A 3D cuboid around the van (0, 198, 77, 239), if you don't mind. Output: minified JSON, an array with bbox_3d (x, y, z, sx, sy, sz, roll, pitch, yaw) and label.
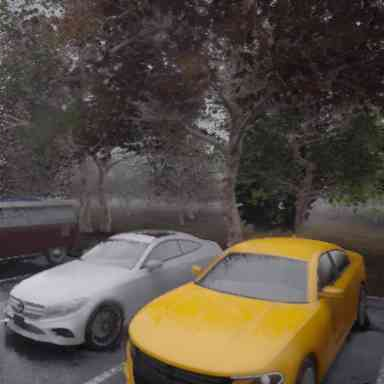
[{"bbox_3d":[-5.642,1.260,9.643,1.878,1.987,4.442,0,0,35],"label":"van"}]

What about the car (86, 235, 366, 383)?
[{"bbox_3d":[1.230,1.481,4.890,2.097,1.535,5.008,0,0,35],"label":"car"}]

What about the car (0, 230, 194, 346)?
[{"bbox_3d":[-1.039,1.523,6.505,2.002,1.452,4.674,0,0,35],"label":"car"}]
